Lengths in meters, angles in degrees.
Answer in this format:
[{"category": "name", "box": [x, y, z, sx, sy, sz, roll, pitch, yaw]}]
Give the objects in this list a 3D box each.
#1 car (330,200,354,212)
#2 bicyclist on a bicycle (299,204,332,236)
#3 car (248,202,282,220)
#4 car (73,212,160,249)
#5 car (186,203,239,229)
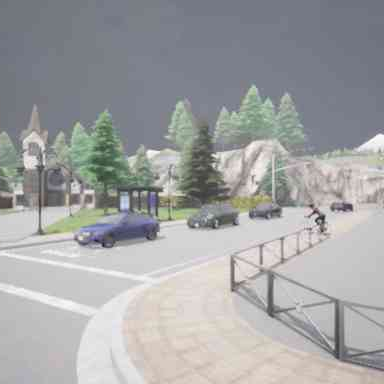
[{"category": "car", "box": [19.731, 1.845, 43.772, 2.128, 1.511, 4.902, -1, -1, 40]}, {"category": "bicyclist on a bicycle", "box": [6.409, 1.457, 17.369, 1.656, 1.620, 0.582, -1, -1, 33]}, {"category": "car", "box": [7.086, 1.777, 32.002, 1.882, 1.535, 5.008, -1, -1, 34]}, {"category": "car", "box": [-3.431, 1.718, 16.010, 1.812, 1.442, 4.674, -1, -1, 33]}, {"category": "car", "box": [1.533, 1.595, 23.567, 2.097, 1.767, 4.553, -1, -1, 33]}]
